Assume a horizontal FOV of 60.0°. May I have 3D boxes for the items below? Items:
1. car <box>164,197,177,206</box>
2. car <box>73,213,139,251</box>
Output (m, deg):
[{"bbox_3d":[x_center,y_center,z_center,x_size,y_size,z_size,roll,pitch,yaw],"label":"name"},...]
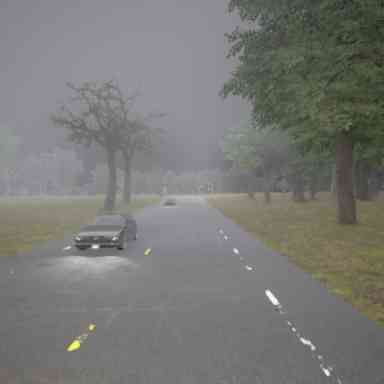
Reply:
[{"bbox_3d":[-3.529,1.616,55.455,2.033,1.411,5.357,0,1,1],"label":"car"},{"bbox_3d":[-3.592,1.667,15.030,2.033,1.411,5.357,0,0,0],"label":"car"}]
